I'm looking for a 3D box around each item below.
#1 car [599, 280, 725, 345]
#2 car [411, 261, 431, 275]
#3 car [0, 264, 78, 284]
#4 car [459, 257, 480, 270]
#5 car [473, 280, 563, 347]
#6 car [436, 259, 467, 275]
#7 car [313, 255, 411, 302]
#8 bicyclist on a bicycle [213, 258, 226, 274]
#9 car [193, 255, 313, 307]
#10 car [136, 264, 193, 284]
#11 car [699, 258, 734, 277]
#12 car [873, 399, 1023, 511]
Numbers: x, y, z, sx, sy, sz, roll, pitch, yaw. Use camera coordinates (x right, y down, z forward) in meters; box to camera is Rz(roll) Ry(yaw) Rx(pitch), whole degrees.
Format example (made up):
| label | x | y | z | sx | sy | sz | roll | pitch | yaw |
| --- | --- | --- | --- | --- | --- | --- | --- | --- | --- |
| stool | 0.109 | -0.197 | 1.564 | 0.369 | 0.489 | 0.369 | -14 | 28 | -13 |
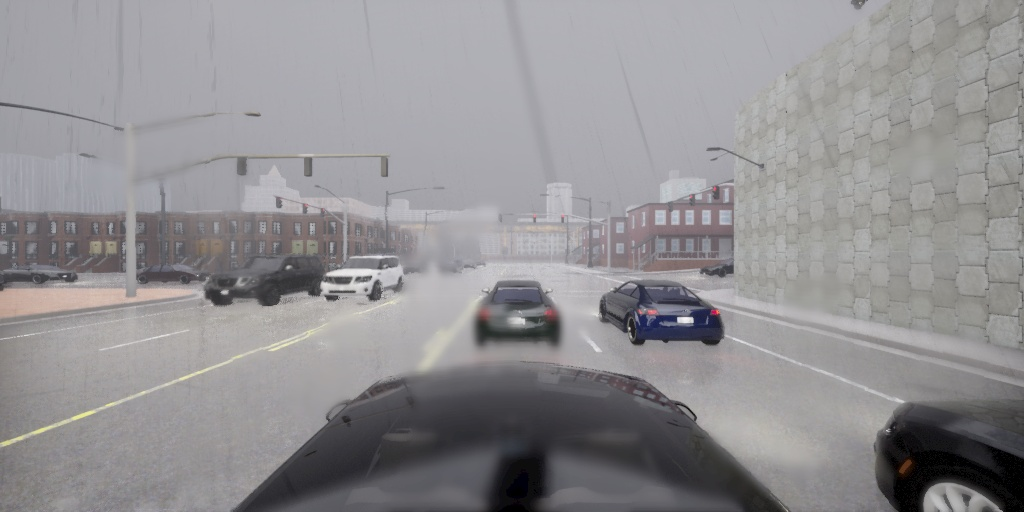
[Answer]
| label | x | y | z | sx | sy | sz | roll | pitch | yaw |
| --- | --- | --- | --- | --- | --- | --- | --- | --- | --- |
| car | 3.663 | 1.314 | 9.526 | 1.994 | 1.385 | 4.181 | 0 | 0 | 1 |
| car | -10.168 | 1.255 | 38.991 | 1.837 | 1.490 | 4.892 | 0 | 0 | 1 |
| car | -34.866 | 1.314 | 26.379 | 4.181 | 1.385 | 1.994 | 0 | 0 | 1 |
| car | -6.481 | 1.254 | 54.330 | 1.837 | 1.490 | 4.892 | 0 | 0 | 1 |
| car | 0.160 | 1.314 | 9.365 | 1.994 | 1.385 | 4.181 | 0 | 0 | 1 |
| car | -6.588 | 1.297 | 39.220 | 2.033 | 1.411 | 5.357 | 0 | 0 | -1 |
| car | -6.920 | 0.971 | 17.407 | 2.150 | 2.045 | 5.566 | 0 | 0 | 1 |
| bicyclist on a bicycle | -30.407 | 1.053 | 37.326 | 0.582 | 1.620 | 1.656 | 0 | 0 | 0 |
| car | -10.438 | 0.971 | 15.866 | 2.150 | 2.045 | 5.566 | 0 | 0 | 1 |
| car | -24.901 | 1.297 | 26.294 | 5.357 | 1.411 | 2.033 | 0 | 0 | 0 |
| car | 18.521 | 0.855 | 29.628 | 5.357 | 1.411 | 2.033 | -5 | 0 | 1 |
| car | 3.585 | 1.255 | 0.613 | 1.837 | 1.490 | 4.892 | 0 | 0 | 1 |
